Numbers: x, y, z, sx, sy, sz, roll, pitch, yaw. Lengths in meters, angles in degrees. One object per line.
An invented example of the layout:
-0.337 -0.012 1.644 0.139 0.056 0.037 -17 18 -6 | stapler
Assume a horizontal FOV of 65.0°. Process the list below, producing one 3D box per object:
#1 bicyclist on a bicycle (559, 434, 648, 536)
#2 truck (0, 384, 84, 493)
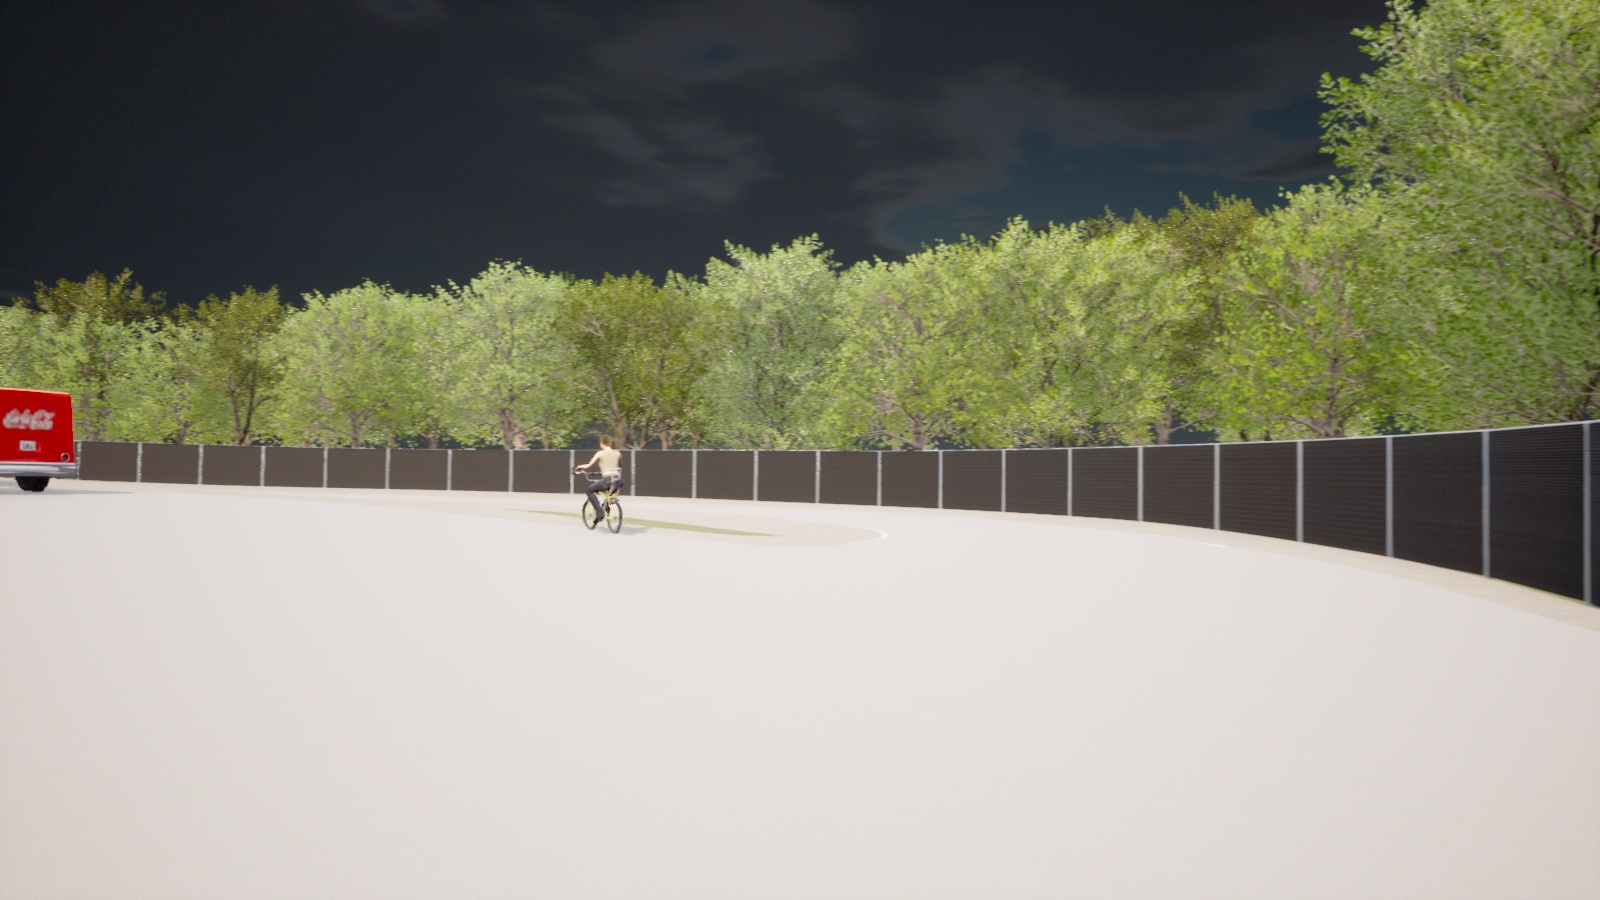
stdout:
-3.247 0.547 20.685 0.866 1.612 1.509 1 0 -33 | bicyclist on a bicycle
-20.250 -0.284 30.184 5.204 2.467 2.627 1 -1 24 | truck
